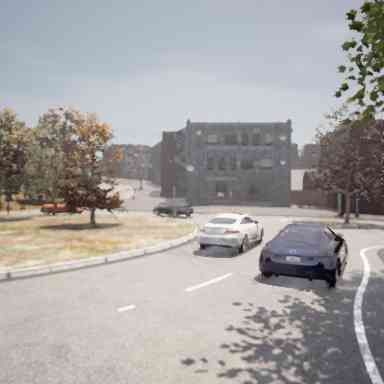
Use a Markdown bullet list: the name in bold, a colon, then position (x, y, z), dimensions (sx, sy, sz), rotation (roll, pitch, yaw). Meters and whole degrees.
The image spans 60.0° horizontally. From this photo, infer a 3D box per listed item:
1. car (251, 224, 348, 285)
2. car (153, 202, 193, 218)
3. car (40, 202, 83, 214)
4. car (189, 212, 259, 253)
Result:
- **car**: position (3.466, 1.641, 9.986), dimensions (1.994, 1.385, 4.181), rotation (0, 0, 29)
- **car**: position (-1.954, 1.718, 33.100), dimensions (2.128, 1.511, 4.902), rotation (1, -1, -41)
- **car**: position (-15.156, 1.667, 38.652), dimensions (4.553, 1.767, 2.097), rotation (0, 0, 4)
- **car**: position (1.768, 1.629, 14.318), dimensions (1.812, 1.442, 4.674), rotation (0, 0, 25)
